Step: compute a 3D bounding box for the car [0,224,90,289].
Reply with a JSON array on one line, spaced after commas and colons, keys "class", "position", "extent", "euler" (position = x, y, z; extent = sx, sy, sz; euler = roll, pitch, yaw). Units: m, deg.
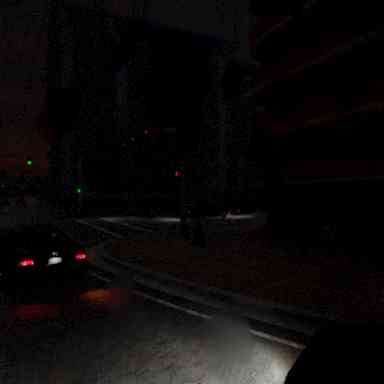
[{"class": "car", "position": [-4.723, 1.652, 9.644], "extent": [2.033, 1.411, 5.357], "euler": [0, -1, -39]}]

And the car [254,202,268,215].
[{"class": "car", "position": [9.820, 1.795, 36.924], "extent": [4.902, 1.511, 2.128], "euler": [0, -1, -26]}]

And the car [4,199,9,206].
[{"class": "car", "position": [-43.187, 2.335, 76.243], "extent": [1.882, 1.535, 5.008], "euler": [0, -1, -27]}]

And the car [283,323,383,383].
[{"class": "car", "position": [3.223, 1.545, 1.818], "extent": [5.357, 1.411, 2.033], "euler": [-1, -1, 34]}]

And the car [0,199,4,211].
[{"class": "car", "position": [-28.685, 1.767, 47.712], "extent": [2.150, 2.045, 5.566], "euler": [0, -1, -27]}]

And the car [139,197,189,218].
[{"class": "car", "position": [-2.681, 1.575, 34.645], "extent": [5.566, 2.045, 2.150], "euler": [0, -1, -26]}]

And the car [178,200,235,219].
[{"class": "car", "position": [1.443, 1.820, 32.778], "extent": [4.892, 1.490, 1.837], "euler": [0, -1, -26]}]

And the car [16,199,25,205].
[{"class": "car", "position": [-40.189, 2.396, 78.072], "extent": [2.033, 1.411, 5.357], "euler": [0, -1, -27]}]

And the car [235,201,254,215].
[{"class": "car", "position": [6.200, 1.845, 39.038], "extent": [4.892, 1.490, 1.837], "euler": [0, -1, -26]}]
